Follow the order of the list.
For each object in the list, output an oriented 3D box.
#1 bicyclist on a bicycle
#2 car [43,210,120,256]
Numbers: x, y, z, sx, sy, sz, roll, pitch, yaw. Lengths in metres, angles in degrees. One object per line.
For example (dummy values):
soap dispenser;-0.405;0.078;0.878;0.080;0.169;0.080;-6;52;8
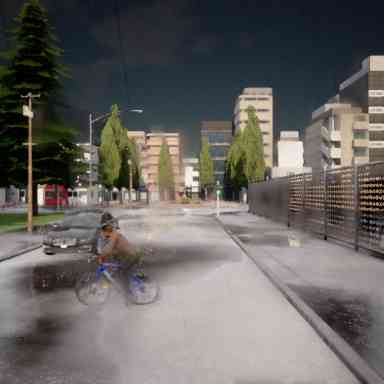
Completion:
bicyclist on a bicycle;-1.473;1.451;6.530;1.656;1.620;0.582;-2;0;0
car;-4.163;1.504;13.227;1.837;1.490;4.892;0;0;0
